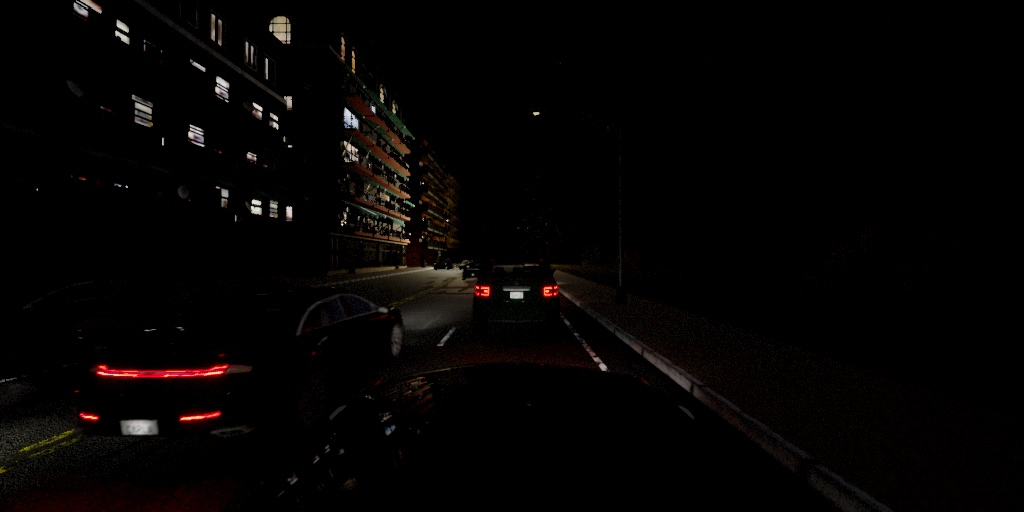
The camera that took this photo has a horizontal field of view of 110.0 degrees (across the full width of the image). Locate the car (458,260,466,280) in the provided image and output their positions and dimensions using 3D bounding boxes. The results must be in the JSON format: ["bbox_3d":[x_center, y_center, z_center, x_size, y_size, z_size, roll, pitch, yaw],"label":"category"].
[{"bbox_3d":[-3.062,1.244,30.625,2.128,1.511,4.902,0,0,0],"label":"car"}]

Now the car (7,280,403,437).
[{"bbox_3d":[-3.142,1.241,5.456,2.128,1.511,4.902,0,0,0],"label":"car"}]

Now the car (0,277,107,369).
[{"bbox_3d":[-9.833,1.242,7.662,2.128,1.511,4.902,0,0,0],"label":"car"}]

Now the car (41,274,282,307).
[{"bbox_3d":[-6.580,1.228,8.259,1.882,1.535,5.008,0,0,0],"label":"car"}]

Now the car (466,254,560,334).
[{"bbox_3d":[0.121,0.973,10.733,2.150,2.045,5.566,0,0,0],"label":"car"}]

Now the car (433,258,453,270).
[{"bbox_3d":[-9.695,1.102,50.632,2.097,1.767,4.553,0,0,0],"label":"car"}]
